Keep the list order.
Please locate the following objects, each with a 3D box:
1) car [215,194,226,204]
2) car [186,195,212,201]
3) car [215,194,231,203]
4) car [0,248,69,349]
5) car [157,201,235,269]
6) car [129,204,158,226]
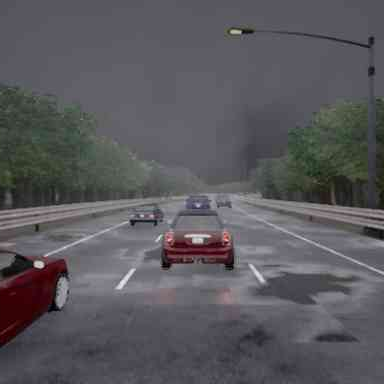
[{"bbox_3d":[6.226,1.540,72.843,2.150,2.045,5.566,0,0,4],"label":"car"},{"bbox_3d":[0.592,1.274,30.353,2.150,2.045,5.566,0,0,2],"label":"car"},{"bbox_3d":[4.852,1.514,50.982,2.097,1.767,4.553,0,0,3],"label":"car"},{"bbox_3d":[-3.374,1.478,4.649,1.882,1.535,5.008,0,0,0],"label":"car"},{"bbox_3d":[0.186,1.360,11.305,2.097,1.767,4.553,0,0,1],"label":"car"},{"bbox_3d":[-3.098,1.576,23.529,2.033,1.411,5.357,0,0,1],"label":"car"}]
